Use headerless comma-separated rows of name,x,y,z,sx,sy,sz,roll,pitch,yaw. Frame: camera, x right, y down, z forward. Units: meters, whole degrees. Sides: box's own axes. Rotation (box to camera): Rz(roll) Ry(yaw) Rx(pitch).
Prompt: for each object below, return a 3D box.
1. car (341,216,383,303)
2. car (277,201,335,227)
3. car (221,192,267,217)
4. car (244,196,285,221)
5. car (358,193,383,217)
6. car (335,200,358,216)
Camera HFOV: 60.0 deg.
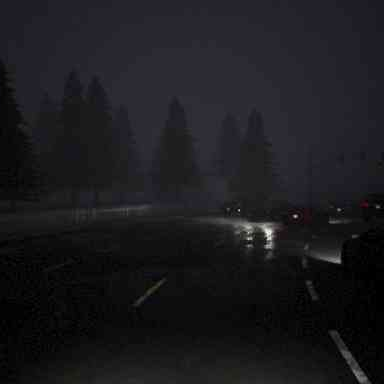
car,4.908,1.518,7.865,1.994,1.385,4.181,0,0,14
car,7.527,1.439,21.737,1.994,1.385,4.181,0,0,39
car,4.866,1.054,29.551,2.150,2.045,5.566,0,0,42
car,6.368,1.329,25.891,1.882,1.535,5.008,0,0,40
car,14.285,1.085,24.019,5.566,2.045,2.150,0,0,-45
car,13.502,1.403,28.399,4.181,1.385,1.994,0,0,-41
